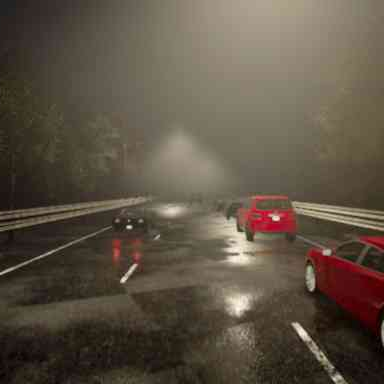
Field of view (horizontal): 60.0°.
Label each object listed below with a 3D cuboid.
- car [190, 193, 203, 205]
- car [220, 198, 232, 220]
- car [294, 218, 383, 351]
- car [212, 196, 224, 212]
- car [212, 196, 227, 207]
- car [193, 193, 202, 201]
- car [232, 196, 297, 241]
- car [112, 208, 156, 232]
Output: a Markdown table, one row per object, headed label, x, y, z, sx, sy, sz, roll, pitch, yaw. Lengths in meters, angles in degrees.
| label | x | y | z | sx | sy | sz | roll | pitch | yaw |
| --- | --- | --- | --- | --- | --- | --- | --- | --- | --- |
| car | 0.749 | 1.146 | 58.788 | 2.150 | 2.045 | 5.566 | 0 | 0 | 2 |
| car | 3.660 | 1.473 | 27.584 | 1.837 | 1.490 | 4.892 | 0 | 0 | 1 |
| car | 3.503 | 1.473 | 5.674 | 1.882 | 1.535 | 5.008 | 0 | 0 | 0 |
| car | 3.823 | 1.446 | 38.538 | 2.128 | 1.511 | 4.902 | 0 | 0 | 1 |
| car | 4.042 | 1.417 | 49.491 | 1.882 | 1.535 | 5.008 | 0 | 0 | 1 |
| car | 1.284 | 1.125 | 76.036 | 2.097 | 1.767 | 4.553 | 0 | 0 | 2 |
| car | 3.554 | 1.204 | 16.659 | 2.150 | 2.045 | 5.566 | 0 | 0 | 0 |
| car | -3.315 | 1.578 | 19.937 | 1.895 | 1.301 | 4.718 | 0 | 0 | 0 |
